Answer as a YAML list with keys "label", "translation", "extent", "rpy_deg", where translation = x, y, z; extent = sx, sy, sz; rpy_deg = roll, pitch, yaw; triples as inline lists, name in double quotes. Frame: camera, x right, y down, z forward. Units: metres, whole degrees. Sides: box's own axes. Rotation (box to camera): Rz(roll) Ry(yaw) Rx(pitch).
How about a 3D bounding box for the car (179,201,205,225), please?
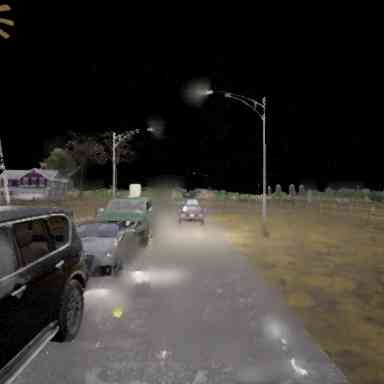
- label: "car"
  translation: [0.005, 1.616, 24.661]
  extent: [2.033, 1.411, 5.357]
  rpy_deg: [0, 0, 0]

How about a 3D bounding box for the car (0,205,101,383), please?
- label: "car"
  translation: [-2.836, 1.228, 3.552]
  extent: [2.150, 2.045, 5.566]
  rpy_deg: [0, 0, 0]

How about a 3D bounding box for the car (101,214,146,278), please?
- label: "car"
  translation: [-2.754, 1.586, 10.030]
  extent: [1.994, 1.385, 4.181]
  rpy_deg: [0, 0, 0]

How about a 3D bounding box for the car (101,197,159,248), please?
- label: "car"
  translation: [-2.826, 1.258, 15.227]
  extent: [2.150, 2.045, 5.566]
  rpy_deg: [0, 0, 1]
